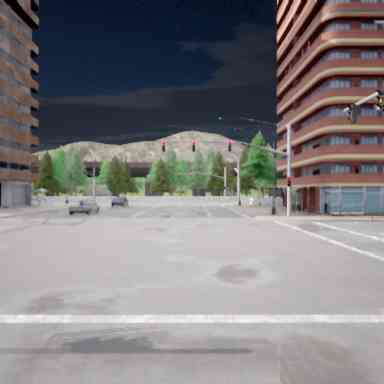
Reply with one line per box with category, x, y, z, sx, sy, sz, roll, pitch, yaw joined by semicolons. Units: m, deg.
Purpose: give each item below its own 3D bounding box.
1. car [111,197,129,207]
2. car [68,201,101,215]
car;-10.577;1.449;48.869;1.837;1.490;4.892;0;0;0
car;-10.643;1.555;33.096;1.895;1.301;4.718;0;0;0
